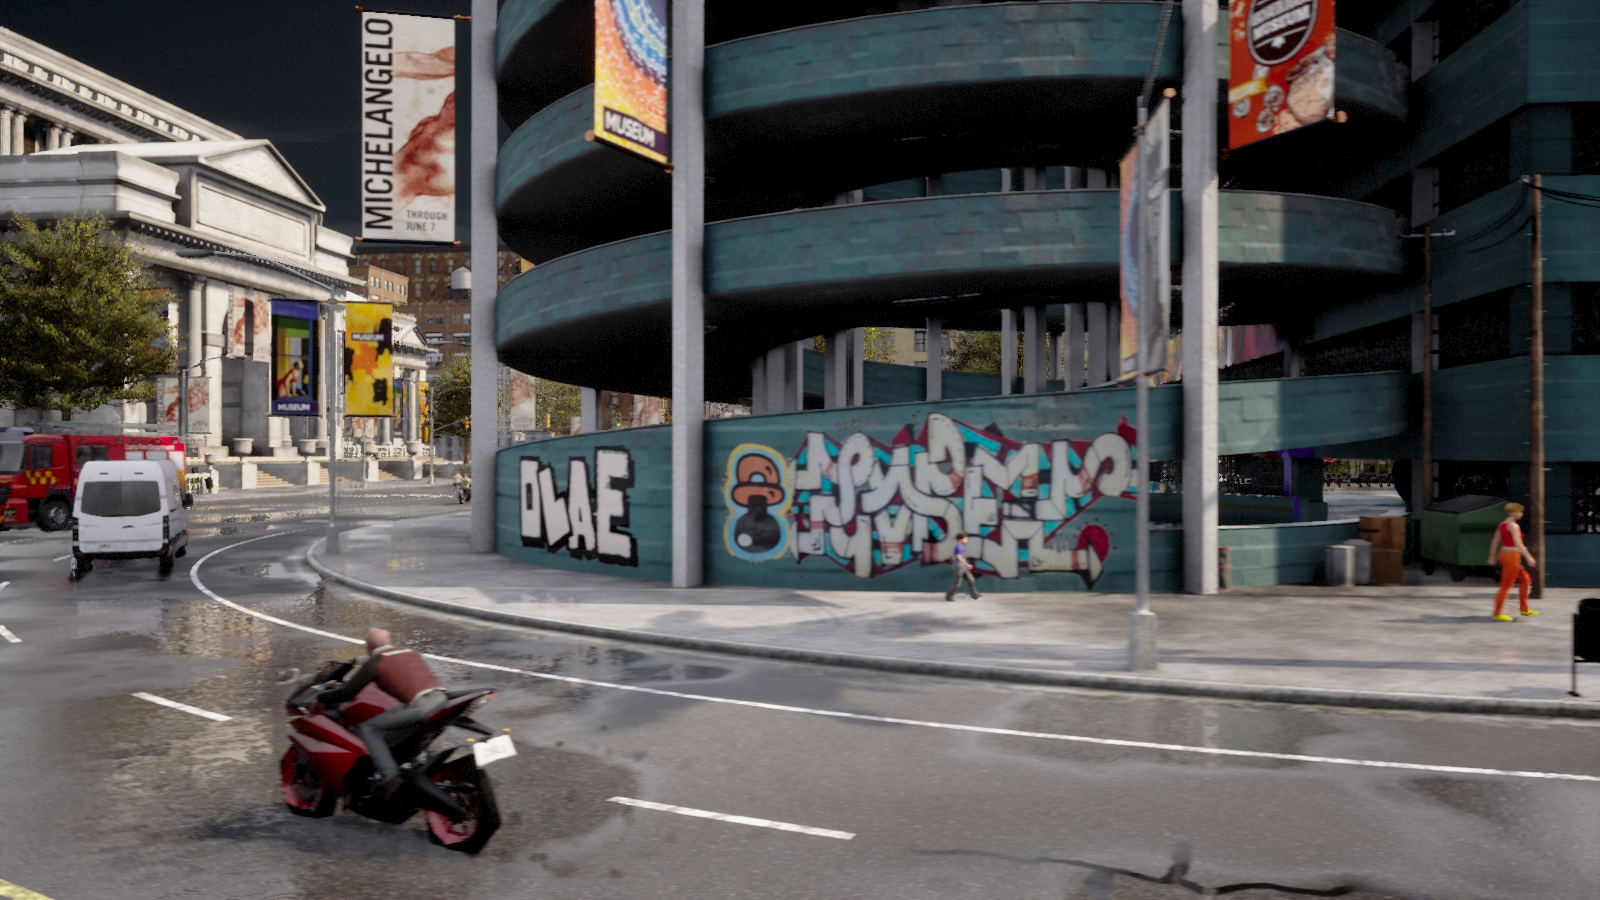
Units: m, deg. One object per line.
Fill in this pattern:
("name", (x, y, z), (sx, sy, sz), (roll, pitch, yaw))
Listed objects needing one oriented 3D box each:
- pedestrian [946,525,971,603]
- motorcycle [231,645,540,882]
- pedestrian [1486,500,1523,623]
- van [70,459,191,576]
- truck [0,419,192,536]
("pedestrian", (2.766, 1.983, 19.952), (0.375, 1.300, 0.375), (0, 0, 18))
("motorcycle", (-3.062, 2.207, 8.390), (2.209, 1.251, 0.867), (0, -1, 28))
("pedestrian", (10.861, 1.703, 17.609), (0.375, 1.860, 0.375), (0, 0, 11))
("van", (-16.625, 1.542, 28.642), (1.988, 2.561, 5.915), (0, 0, -24))
("truck", (-26.391, 0.901, 41.807), (2.891, 3.827, 8.468), (0, 0, 8))
